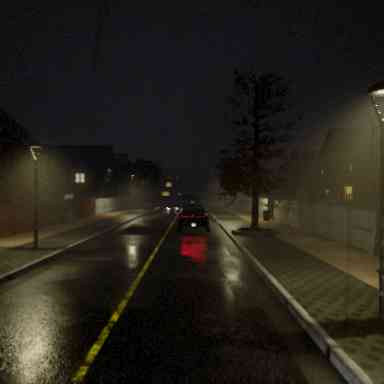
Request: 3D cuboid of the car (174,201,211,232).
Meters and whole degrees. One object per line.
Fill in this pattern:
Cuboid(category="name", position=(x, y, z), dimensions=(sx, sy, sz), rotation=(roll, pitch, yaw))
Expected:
Cuboid(category="car", position=(0.074, 1.502, 20.230), dimensions=(1.837, 1.490, 4.892), rotation=(0, 0, 0))

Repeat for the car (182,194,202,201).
Cuboid(category="car", position=(0.036, 1.247, 39.242), dimensions=(2.150, 2.045, 5.566), rotation=(0, 0, 0))

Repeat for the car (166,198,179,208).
Cuboid(category="car", position=(-2.875, 1.608, 50.961), dimensions=(2.033, 1.411, 5.357), rotation=(0, 0, 0))
